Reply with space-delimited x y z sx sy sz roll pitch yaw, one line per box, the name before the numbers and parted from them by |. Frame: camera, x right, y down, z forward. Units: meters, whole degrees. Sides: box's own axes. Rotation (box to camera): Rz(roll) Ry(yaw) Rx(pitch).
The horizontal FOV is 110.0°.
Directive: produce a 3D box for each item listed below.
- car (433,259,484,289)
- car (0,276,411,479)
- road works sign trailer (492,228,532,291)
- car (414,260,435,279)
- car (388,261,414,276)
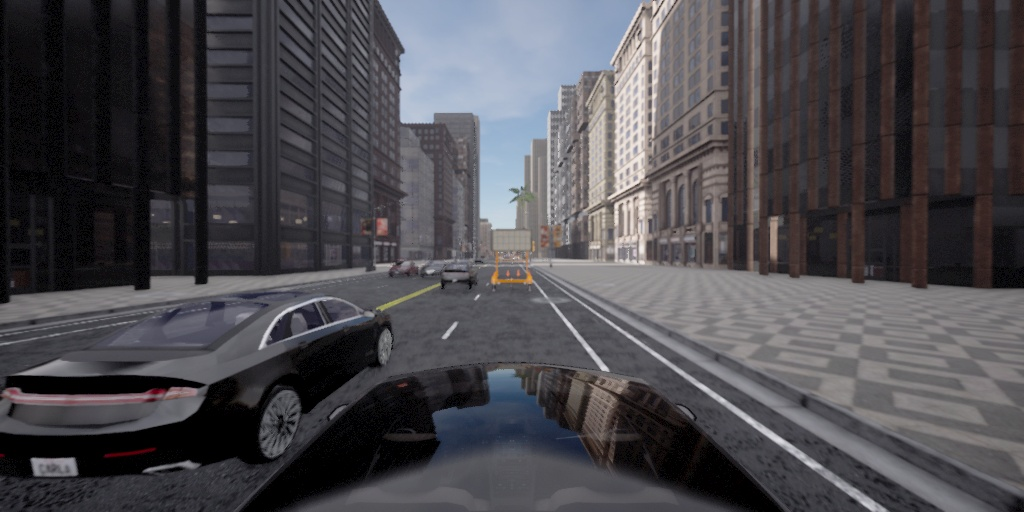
car | -3.155 1.155 22.164 2.128 1.511 4.902 0 0 0
car | -3.151 1.228 4.893 2.128 1.511 4.902 0 0 0
road works sign trailer | -0.005 0.131 21.271 2.380 3.560 2.880 0 0 0
car | -6.601 1.119 31.125 2.128 1.511 4.902 0 0 0
car | -9.850 1.146 33.015 1.812 1.442 4.674 0 0 0
